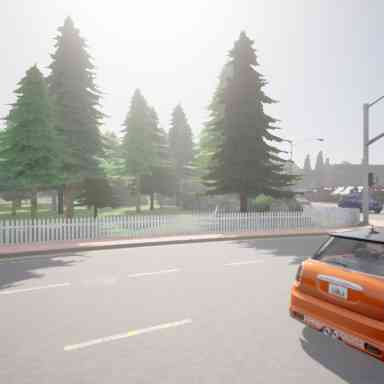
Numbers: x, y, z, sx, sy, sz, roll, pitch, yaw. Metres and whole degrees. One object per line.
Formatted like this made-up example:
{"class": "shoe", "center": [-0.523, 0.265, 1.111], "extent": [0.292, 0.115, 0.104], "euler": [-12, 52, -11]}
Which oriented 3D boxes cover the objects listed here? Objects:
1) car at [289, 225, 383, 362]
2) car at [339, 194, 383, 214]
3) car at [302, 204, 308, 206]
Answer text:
{"class": "car", "center": [3.877, 1.352, 5.417], "extent": [4.553, 1.767, 2.097], "euler": [0, 0, -26]}
{"class": "car", "center": [18.713, 1.275, 37.161], "extent": [2.150, 2.045, 5.566], "euler": [0, 0, -8]}
{"class": "car", "center": [16.785, 1.581, 51.467], "extent": [1.812, 1.442, 4.674], "euler": [0, 0, -8]}
